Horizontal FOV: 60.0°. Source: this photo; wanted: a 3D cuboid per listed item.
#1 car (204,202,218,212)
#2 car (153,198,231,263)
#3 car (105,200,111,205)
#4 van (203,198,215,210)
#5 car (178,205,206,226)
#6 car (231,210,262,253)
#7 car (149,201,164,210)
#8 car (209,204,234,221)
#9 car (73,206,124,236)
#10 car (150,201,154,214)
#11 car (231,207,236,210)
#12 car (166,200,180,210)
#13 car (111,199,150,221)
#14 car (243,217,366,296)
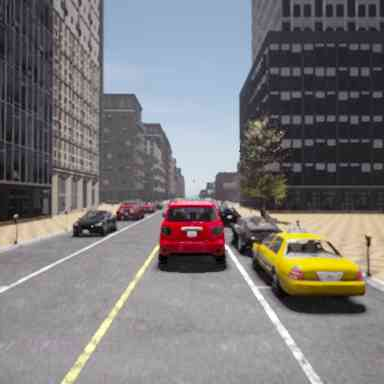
[{"bbox_3d":[2.680,2.097,48.397,1.802,1.307,4.206,0,-1,0],"label":"car"},{"bbox_3d":[0.016,1.355,12.604,2.150,2.045,5.566,0,0,0],"label":"car"},{"bbox_3d":[-17.436,2.341,74.904,4.206,1.307,1.802,0,-1,0],"label":"car"},{"bbox_3d":[2.683,1.920,54.088,1.690,1.788,3.998,0,-1,0],"label":"van"},{"bbox_3d":[0.021,1.835,27.523,2.033,1.411,5.357,0,-1,0],"label":"car"},{"bbox_3d":[2.668,1.698,14.265,2.008,1.369,4.403,0,-1,0],"label":"car"},{"bbox_3d":[-5.665,2.145,54.115,1.947,1.339,4.313,0,-1,0],"label":"car"},{"bbox_3d":[2.674,1.894,31.331,1.947,1.339,4.313,0,-1,0],"label":"car"},{"bbox_3d":[-5.678,1.773,19.983,1.947,1.339,4.313,0,-1,0],"label":"car"},{"bbox_3d":[-5.670,1.997,42.738,1.887,1.381,4.507,0,-1,0],"label":"car"},{"bbox_3d":[2.671,1.833,25.642,1.947,1.339,4.313,0,-1,0],"label":"car"},{"bbox_3d":[-3.058,2.063,54.695,1.882,1.535,5.008,0,-1,0],"label":"car"},{"bbox_3d":[-5.673,1.643,31.363,2.192,1.841,5.009,0,-1,0],"label":"car"},{"bbox_3d":[2.671,1.616,8.746,1.752,1.417,4.829,0,-1,0],"label":"car"}]
